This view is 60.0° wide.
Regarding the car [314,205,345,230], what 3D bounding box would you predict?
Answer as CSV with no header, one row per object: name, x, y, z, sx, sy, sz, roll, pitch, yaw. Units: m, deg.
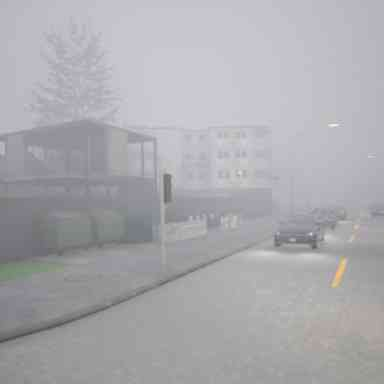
car,9.662,1.894,24.414,2.128,1.511,4.902,-2,-2,28

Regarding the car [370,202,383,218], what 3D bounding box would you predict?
car,20.324,2.028,35.644,1.994,1.385,4.181,-2,-2,29

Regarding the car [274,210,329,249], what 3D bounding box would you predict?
car,5.379,1.819,16.323,1.812,1.442,4.674,-2,-2,28

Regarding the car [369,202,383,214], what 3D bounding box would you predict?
car,25.032,2.078,44.602,2.128,1.511,4.902,-2,-1,28

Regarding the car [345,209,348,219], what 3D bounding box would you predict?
car,14.401,2.048,33.284,1.812,1.442,4.674,-2,-2,28
